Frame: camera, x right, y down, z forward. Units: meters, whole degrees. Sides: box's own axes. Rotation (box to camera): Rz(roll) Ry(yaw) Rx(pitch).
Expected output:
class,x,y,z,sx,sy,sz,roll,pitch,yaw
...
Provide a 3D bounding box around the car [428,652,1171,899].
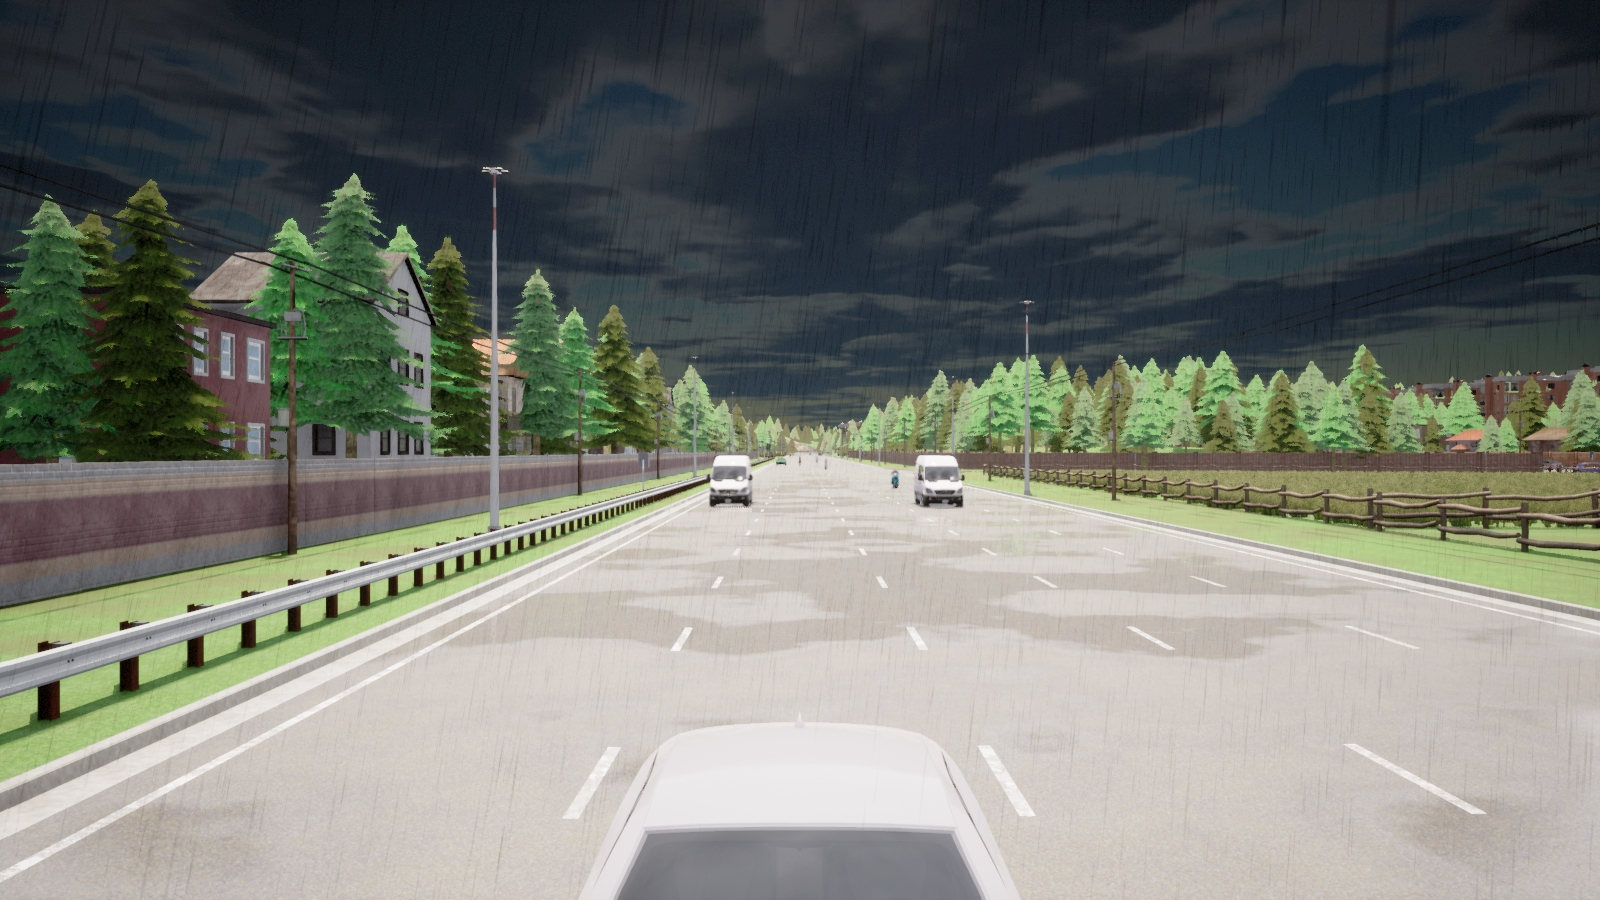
class,x,y,z,sx,sy,sz,roll,pitch,yaw
car,-0.001,2.038,4.684,2.097,1.535,5.006,0,0,0

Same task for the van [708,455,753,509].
class,x,y,z,sx,sy,sz,roll,pitch,yaw
van,-3.510,1.570,58.682,1.988,2.561,5.915,0,0,0

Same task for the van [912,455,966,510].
class,x,y,z,sx,sy,sz,roll,pitch,yaw
van,6.987,1.569,57.906,1.988,2.561,5.915,0,1,0
